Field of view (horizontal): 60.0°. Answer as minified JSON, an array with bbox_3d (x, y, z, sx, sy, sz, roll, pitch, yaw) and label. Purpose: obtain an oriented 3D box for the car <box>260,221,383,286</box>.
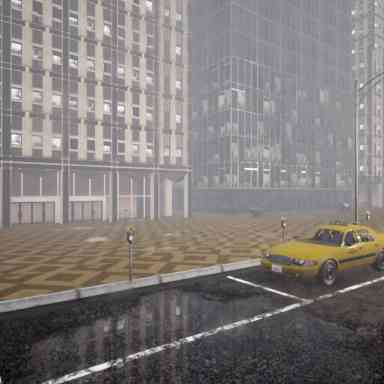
[{"bbox_3d":[4.002,1.526,9.431,4.829,1.417,1.752,0,0,-36],"label":"car"}]
